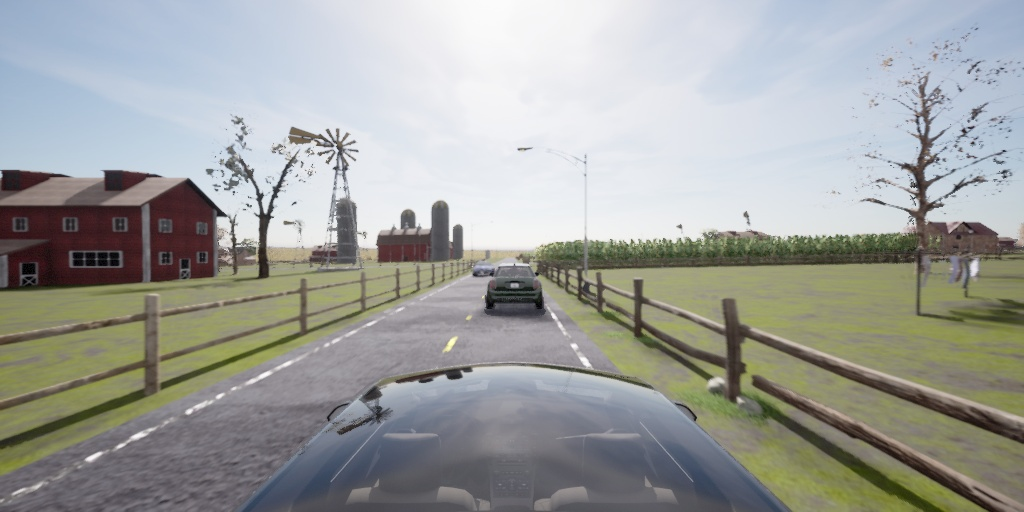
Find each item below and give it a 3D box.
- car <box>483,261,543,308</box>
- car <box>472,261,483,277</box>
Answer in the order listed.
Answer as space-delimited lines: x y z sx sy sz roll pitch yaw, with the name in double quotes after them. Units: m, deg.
0.098 1.078 15.053 2.097 1.767 4.553 0 0 0 "car"
-2.754 1.223 35.108 1.812 1.442 4.674 0 0 0 "car"
